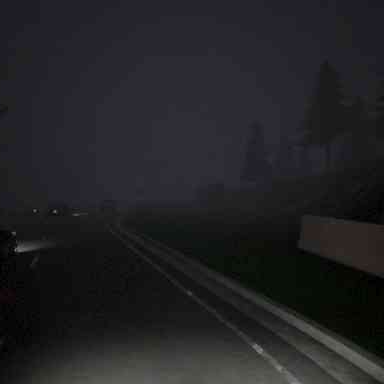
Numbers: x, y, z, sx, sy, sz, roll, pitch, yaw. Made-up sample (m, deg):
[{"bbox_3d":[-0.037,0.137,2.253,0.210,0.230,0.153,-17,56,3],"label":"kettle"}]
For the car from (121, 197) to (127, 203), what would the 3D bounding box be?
[{"bbox_3d":[-14.782,1.665,69.770,1.994,1.385,4.181,-1,0,-8],"label":"car"}]

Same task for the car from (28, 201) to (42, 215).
[{"bbox_3d":[-17.079,1.732,37.724,1.812,1.442,4.674,-1,0,-9],"label":"car"}]

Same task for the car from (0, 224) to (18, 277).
[{"bbox_3d":[-6.505,1.633,10.010,2.033,1.411,5.357,-1,0,-23],"label":"car"}]

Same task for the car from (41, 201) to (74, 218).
[{"bbox_3d":[-12.619,1.709,31.851,1.994,1.385,4.181,-1,0,-10],"label":"car"}]

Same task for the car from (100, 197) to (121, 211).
[{"bbox_3d":[-10.894,1.644,43.569,2.033,1.411,5.357,-1,0,-8],"label":"car"}]
